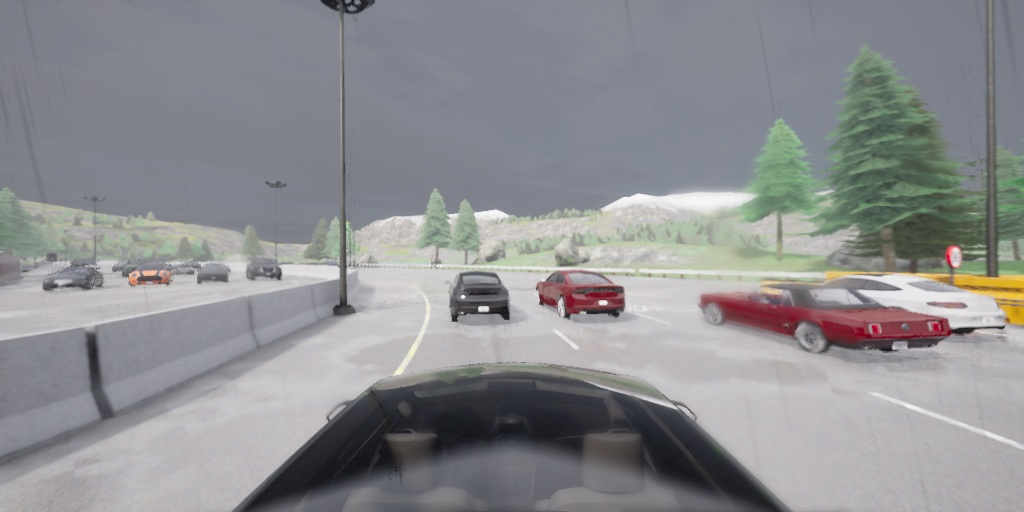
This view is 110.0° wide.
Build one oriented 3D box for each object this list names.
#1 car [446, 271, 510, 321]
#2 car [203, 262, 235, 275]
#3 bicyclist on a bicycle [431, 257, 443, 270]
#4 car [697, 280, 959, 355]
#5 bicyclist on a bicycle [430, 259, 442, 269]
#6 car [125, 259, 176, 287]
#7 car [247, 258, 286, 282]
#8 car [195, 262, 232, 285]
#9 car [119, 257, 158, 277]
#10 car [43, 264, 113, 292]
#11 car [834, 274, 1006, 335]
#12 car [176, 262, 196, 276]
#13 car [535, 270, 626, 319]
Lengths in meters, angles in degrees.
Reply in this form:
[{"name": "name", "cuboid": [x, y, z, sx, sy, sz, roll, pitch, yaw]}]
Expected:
[{"name": "car", "cuboid": [-1.278, 1.277, 12.676, 1.837, 1.490, 4.892, 0, 0, -11]}, {"name": "car", "cuboid": [-37.135, 1.568, 45.357, 4.902, 1.511, 2.128, -1, 0, 39]}, {"name": "bicyclist on a bicycle", "cuboid": [-12.394, 1.238, 59.163, 0.582, 1.620, 1.656, -1, -23, 37]}, {"name": "car", "cuboid": [6.668, 1.310, 8.597, 1.895, 1.301, 4.718, 0, 0, -6]}, {"name": "bicyclist on a bicycle", "cuboid": [-11.955, 1.237, 58.792, 0.582, 1.620, 1.656, 1, -21, 39]}, {"name": "car", "cuboid": [-27.139, 1.337, 27.100, 2.097, 1.767, 4.553, -1, 0, -41]}, {"name": "car", "cuboid": [-22.326, 1.177, 32.286, 2.150, 2.045, 5.566, 0, -1, -41]}, {"name": "car", "cuboid": [-24.196, 1.443, 29.098, 1.882, 1.535, 5.008, 0, -1, -40]}, {"name": "car", "cuboid": [-41.889, 1.329, 40.185, 5.566, 2.045, 2.150, -1, 0, 39]}, {"name": "car", "cuboid": [-28.918, 1.488, 23.815, 2.128, 1.511, 4.902, 0, 0, -38]}, {"name": "car", "cuboid": [9.983, 1.213, 10.006, 1.812, 1.442, 4.674, 0, 0, -7]}, {"name": "car", "cuboid": [-39.230, 1.690, 42.538, 4.718, 1.301, 1.895, -1, 0, 39]}, {"name": "car", "cuboid": [2.209, 1.224, 12.938, 1.882, 1.535, 5.008, 0, 0, -11]}]
